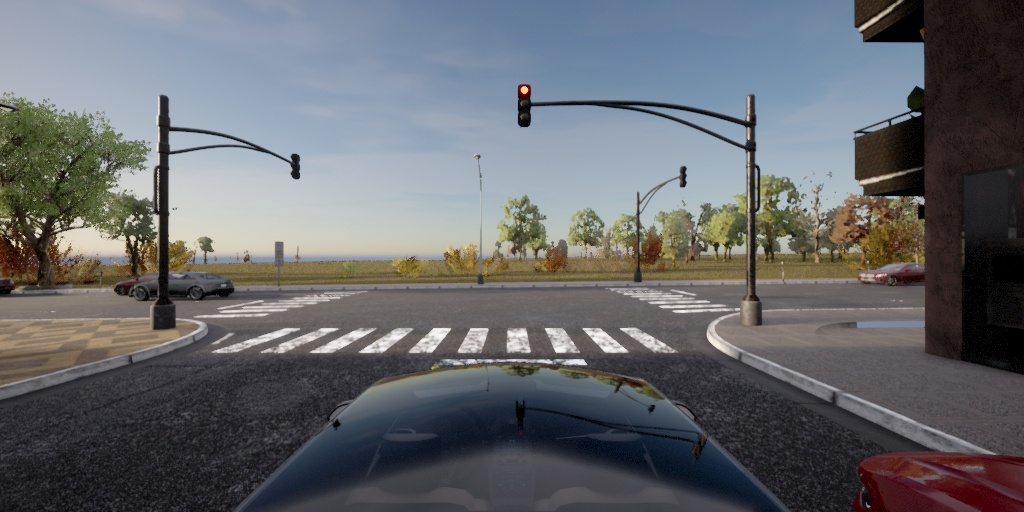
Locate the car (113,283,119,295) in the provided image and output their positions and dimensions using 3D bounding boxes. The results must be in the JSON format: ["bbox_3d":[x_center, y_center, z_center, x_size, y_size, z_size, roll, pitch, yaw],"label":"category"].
[{"bbox_3d":[-20.556,1.572,20.937,4.207,1.307,1.802,0,0,0],"label":"car"}]

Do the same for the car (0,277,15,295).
[{"bbox_3d":[-31.639,1.705,20.815,4.207,1.307,1.802,0,0,0],"label":"car"}]

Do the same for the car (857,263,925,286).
[{"bbox_3d":[22.951,1.054,21.144,4.207,1.307,1.802,0,0,0],"label":"car"}]

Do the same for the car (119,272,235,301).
[{"bbox_3d":[-16.717,1.499,18.275,4.181,1.385,1.994,-1,0,0],"label":"car"}]
